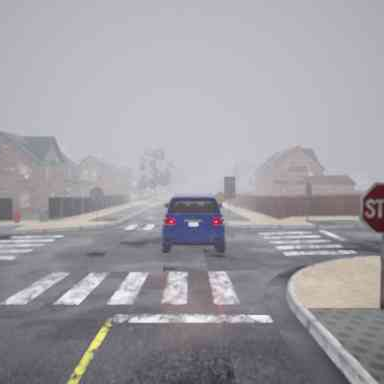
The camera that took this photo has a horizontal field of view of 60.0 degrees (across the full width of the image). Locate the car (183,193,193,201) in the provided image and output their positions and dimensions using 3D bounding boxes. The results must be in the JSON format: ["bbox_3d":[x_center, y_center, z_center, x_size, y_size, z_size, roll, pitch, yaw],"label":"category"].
[{"bbox_3d":[-0.844,1.026,67.441,1.837,1.490,4.892,0,0,-2],"label":"car"}]

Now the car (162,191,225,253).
[{"bbox_3d":[0.056,1.079,13.204,2.150,2.045,5.566,0,1,0],"label":"car"}]

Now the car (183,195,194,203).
[{"bbox_3d":[-0.613,1.147,57.338,1.895,1.301,4.718,0,0,0],"label":"car"}]

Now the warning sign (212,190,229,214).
[{"bbox_3d":[2.356,0.839,27.823,1.300,1.860,1.060,2,2,-1],"label":"warning sign"}]
